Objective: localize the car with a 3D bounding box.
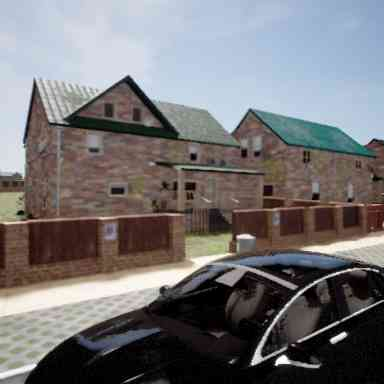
[{"bbox_3d":[0.827,1.498,3.661,4.892,1.490,1.837,0,0,-35],"label":"car"}]
